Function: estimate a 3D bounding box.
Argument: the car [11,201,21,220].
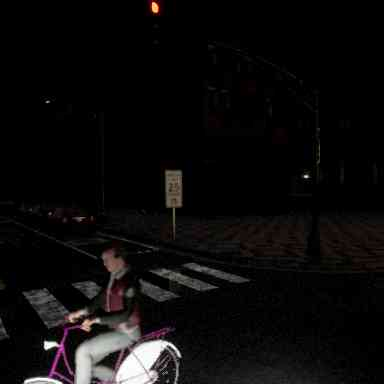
[{"bbox_3d":[-13.240,1.642,27.196,1.802,1.307,4.206,-1,1,-36],"label":"car"}]

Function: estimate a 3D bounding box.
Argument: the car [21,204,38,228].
[{"bbox_3d":[-10.052,1.480,22.808,1.967,1.590,4.097,-1,1,-36],"label":"car"}]

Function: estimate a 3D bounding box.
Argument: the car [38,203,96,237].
[{"bbox_3d":[-6.861,1.459,18.421,1.967,1.590,4.097,-1,1,-36],"label":"car"}]

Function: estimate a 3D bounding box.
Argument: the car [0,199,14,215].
[{"bbox_3d":[-19.623,1.647,35.970,1.887,1.381,4.507,-1,1,-36],"label":"car"}]

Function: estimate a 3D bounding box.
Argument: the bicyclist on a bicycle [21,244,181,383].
[{"bbox_3d":[-0.883,1.371,3.013,1.843,1.776,0.659,0,0,-36],"label":"bicyclist on a bicycle"}]
